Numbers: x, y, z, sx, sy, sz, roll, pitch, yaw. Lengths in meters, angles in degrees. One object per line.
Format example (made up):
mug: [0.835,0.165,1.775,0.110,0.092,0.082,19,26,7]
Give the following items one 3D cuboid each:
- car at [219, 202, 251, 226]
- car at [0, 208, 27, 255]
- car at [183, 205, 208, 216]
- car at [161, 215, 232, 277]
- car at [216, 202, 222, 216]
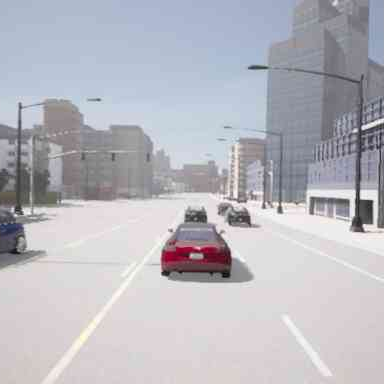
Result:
car: [3.827,1.959,28.315,2.128,1.511,4.902,1,0,1]
car: [-7.060,1.288,10.170,2.097,1.767,4.553,1,-1,1]
car: [0.320,1.876,27.796,2.128,1.511,4.902,1,0,1]
car: [0.136,1.670,10.673,1.994,1.385,4.181,1,-1,1]
car: [3.952,1.985,39.631,1.837,1.490,4.892,1,-1,1]
